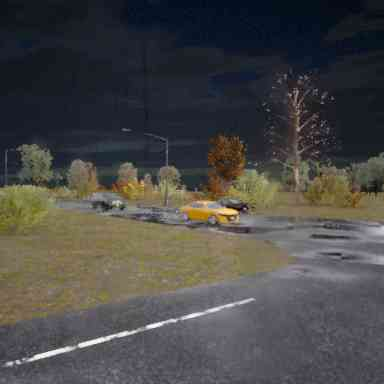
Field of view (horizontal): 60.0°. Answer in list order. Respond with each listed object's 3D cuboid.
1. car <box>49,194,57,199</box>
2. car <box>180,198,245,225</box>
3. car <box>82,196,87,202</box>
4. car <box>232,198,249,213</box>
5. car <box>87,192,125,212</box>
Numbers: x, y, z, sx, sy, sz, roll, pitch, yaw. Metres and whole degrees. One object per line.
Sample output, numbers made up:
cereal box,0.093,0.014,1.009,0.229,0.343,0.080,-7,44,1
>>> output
car,-34.900,1.123,82.269,1.895,1.301,4.718,0,0,-37
car,1.115,1.402,23.526,1.882,1.535,5.008,0,0,-37
car,-18.507,1.262,60.780,1.994,1.385,4.181,0,0,-37
car,3.308,1.359,32.188,1.882,1.535,5.008,0,0,-37
car,-9.543,1.065,37.487,2.150,2.045,5.566,0,0,-37
